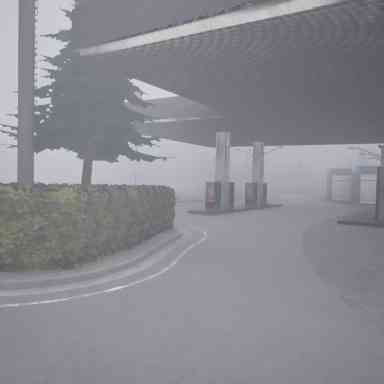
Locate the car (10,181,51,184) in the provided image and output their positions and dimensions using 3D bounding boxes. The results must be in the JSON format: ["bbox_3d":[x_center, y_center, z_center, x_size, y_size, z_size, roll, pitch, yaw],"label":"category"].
[{"bbox_3d":[-17.252,-0.182,35.232,3.866,1.878,1.905,2,2,35],"label":"car"}]

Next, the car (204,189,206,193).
[{"bbox_3d":[4.868,-0.306,65.621,5.027,1.636,2.152,2,2,35],"label":"car"}]

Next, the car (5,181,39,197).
[{"bbox_3d":[-21.784,-0.469,42.450,4.605,1.855,1.932,2,2,35],"label":"car"}]

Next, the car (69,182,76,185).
[{"bbox_3d":[-25.457,-1.284,68.090,4.605,1.855,1.932,2,2,35],"label":"car"}]

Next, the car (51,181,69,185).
[{"bbox_3d":[-26.795,-1.260,65.478,3.866,1.878,1.905,2,2,35],"label":"car"}]
